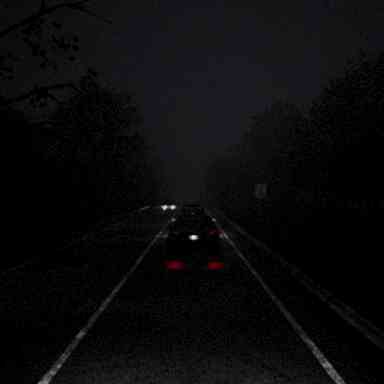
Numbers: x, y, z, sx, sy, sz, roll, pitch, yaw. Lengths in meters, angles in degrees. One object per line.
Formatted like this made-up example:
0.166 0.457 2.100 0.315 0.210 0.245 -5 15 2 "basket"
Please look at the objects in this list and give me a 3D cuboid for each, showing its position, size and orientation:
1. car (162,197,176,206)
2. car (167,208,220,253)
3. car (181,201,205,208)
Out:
-3.567 1.464 51.915 1.994 1.385 4.181 0 0 0 "car"
0.072 1.584 13.783 1.994 1.385 4.181 0 0 0 "car"
0.076 1.498 29.006 2.128 1.511 4.902 0 0 0 "car"
